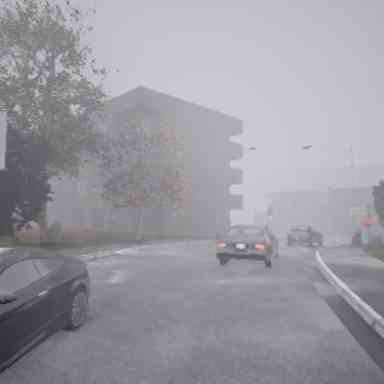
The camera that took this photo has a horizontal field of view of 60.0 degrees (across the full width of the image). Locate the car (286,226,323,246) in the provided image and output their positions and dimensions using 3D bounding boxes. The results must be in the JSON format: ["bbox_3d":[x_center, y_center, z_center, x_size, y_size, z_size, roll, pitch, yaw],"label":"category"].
[{"bbox_3d":[8.946,3.411,26.157,2.128,1.511,4.902,-2,-7,34],"label":"car"}]

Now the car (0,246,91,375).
[{"bbox_3d":[-2.900,1.531,4.323,1.812,1.442,4.674,0,-1,7],"label":"car"}]

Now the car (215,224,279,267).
[{"bbox_3d":[2.295,1.963,12.936,2.033,1.411,5.357,-1,-5,18],"label":"car"}]
